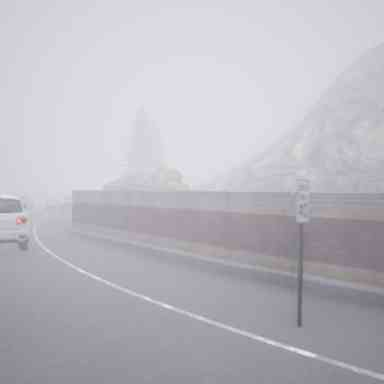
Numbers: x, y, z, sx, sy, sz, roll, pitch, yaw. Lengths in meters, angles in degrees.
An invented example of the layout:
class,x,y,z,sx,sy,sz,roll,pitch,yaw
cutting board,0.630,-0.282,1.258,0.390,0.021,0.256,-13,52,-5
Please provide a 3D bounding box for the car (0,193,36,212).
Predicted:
class,x,y,z,sx,sy,sz,roll,pitch,yaw
car,-16.899,0.960,31.923,1.882,1.535,5.008,1,1,-5

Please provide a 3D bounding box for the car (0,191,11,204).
class,x,y,z,sx,sy,sz,roll,pitch,yaw
car,-24.723,0.657,41.309,1.882,1.535,5.008,1,1,-4

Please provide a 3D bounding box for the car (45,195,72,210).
class,x,y,z,sx,sy,sz,roll,pitch,yaw
car,-13.635,1.043,34.449,1.812,1.442,4.674,1,1,-4

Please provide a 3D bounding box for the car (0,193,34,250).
class,x,y,z,sx,sy,sz,roll,pitch,yaw
car,-7.906,1.081,13.305,2.150,2.045,5.566,1,1,-32
